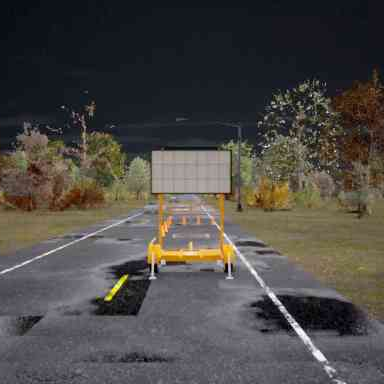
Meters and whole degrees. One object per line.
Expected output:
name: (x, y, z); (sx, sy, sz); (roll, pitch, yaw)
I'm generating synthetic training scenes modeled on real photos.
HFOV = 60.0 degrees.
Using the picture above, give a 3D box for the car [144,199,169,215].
car: (-3.688, 1.600, 33.697); (1.895, 1.301, 4.718); (0, 0, 0)

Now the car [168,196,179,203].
car: (-3.668, 1.530, 64.660); (1.812, 1.442, 4.674); (0, 0, 0)

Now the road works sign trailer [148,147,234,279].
road works sign trailer: (-0.026, 0.464, 9.993); (2.380, 3.560, 2.880); (0, 0, 0)
